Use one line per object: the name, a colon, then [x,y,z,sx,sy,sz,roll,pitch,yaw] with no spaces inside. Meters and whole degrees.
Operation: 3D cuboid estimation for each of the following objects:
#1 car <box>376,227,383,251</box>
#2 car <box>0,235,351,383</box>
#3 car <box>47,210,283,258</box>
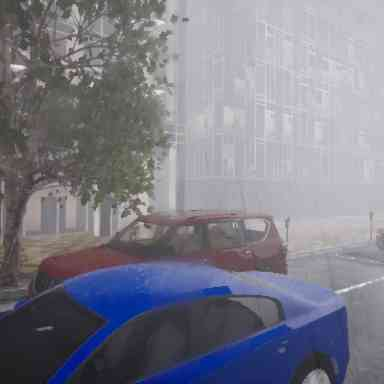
car: [8.900,1.547,12.932,4.507,1.381,1.887,0,1,-36]
car: [-0.607,1.478,2.946,5.008,1.535,1.882,0,0,-36]
car: [-0.296,1.316,6.341,5.009,1.841,2.192,0,1,-36]
